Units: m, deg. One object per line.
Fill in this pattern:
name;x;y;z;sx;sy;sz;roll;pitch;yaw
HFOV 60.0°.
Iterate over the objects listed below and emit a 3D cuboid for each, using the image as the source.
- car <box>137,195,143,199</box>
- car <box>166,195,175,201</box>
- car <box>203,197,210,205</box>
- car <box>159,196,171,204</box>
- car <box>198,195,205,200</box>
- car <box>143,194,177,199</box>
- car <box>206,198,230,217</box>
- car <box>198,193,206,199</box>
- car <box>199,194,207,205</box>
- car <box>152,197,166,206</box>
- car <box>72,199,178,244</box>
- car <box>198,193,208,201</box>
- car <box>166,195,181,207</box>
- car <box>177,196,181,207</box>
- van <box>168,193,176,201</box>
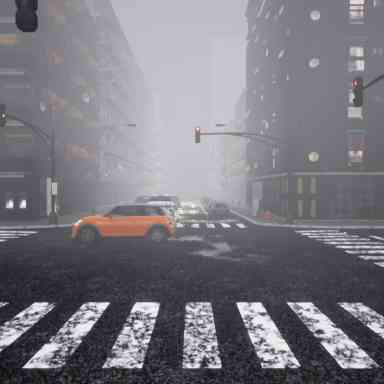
car;-5.271;1.303;36.993;2.192;1.841;5.009;-1;0;0
car;-5.199;1.491;81.120;1.752;1.417;4.829;-1;0;0
car;2.612;1.539;36.921;2.008;1.369;4.403;-1;0;0
car;-5.224;1.557;64.679;1.802;1.307;4.206;-1;0;0
car;2.700;1.539;92.313;1.802;1.307;4.206;-1;0;0
car;-2.808;1.212;30.382;2.150;2.045;5.566;0;0;0
car;2.604;1.572;31.382;1.802;1.307;4.206;-1;0;0
car;2.674;1.551;75.696;1.802;1.307;4.206;-1;0;0
car;2.647;1.523;59.078;1.887;1.381;4.507;-1;0;0
car;-5.241;1.563;53.605;1.802;1.307;4.206;-1;0;0
car;-3.076;1.347;15.349;4.553;1.767;2.097;0;0;0
car;2.679;1.280;81.235;2.192;1.841;5.009;-1;0;0
car;-2.760;1.334;50.395;2.097;1.767;4.553;0;0;0
car;-2.785;1.478;40.332;2.128;1.511;4.902;0;0;0
van;-5.192;1.302;86.828;1.690;1.788;3.998;-1;0;0
